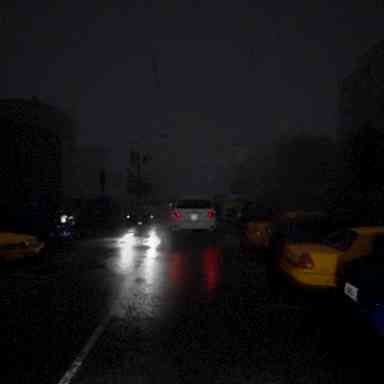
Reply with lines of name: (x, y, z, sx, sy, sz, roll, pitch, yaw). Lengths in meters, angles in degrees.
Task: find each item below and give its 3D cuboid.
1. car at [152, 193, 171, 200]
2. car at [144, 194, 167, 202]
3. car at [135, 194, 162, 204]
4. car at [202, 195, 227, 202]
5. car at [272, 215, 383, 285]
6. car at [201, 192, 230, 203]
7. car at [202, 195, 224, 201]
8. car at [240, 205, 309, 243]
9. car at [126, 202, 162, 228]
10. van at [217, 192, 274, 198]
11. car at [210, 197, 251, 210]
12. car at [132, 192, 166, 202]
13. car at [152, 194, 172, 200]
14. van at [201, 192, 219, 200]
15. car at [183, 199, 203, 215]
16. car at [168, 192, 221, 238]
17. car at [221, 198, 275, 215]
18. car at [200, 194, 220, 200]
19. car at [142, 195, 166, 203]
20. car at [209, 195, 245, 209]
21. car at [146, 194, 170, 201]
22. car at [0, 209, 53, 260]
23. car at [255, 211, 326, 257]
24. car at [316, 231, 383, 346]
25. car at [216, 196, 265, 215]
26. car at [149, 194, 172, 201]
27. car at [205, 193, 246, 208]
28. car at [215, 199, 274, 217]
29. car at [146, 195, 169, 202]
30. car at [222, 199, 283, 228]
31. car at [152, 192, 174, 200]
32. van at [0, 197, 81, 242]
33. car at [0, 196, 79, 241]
car: (-7.653, 1.196, 82.694, 4.553, 1.767, 2.185, 0, 0, 0)
car: (-7.714, 1.222, 70.937, 4.553, 1.767, 2.185, 0, 0, 0)
car: (-7.651, 1.244, 59.059, 4.553, 1.767, 2.185, 0, 0, 0)
car: (4.641, 1.351, 69.165, 5.008, 1.535, 2.097, 0, 0, 0)
car: (4.835, 1.463, 7.705, 5.366, 1.575, 1.946, 0, 0, 0)
car: (4.619, 1.105, 66.370, 5.566, 2.045, 2.435, 0, 0, 0)
car: (4.641, 1.341, 74.877, 4.892, 1.521, 2.231, 0, 0, 0)
car: (4.835, 1.452, 13.292, 5.366, 1.575, 1.946, 0, 0, 0)
car: (-3.101, 1.560, 22.056, 1.895, 1.301, 4.718, 0, 0, 0)
van: (4.532, 1.203, 27.260, 4.442, 1.987, 1.878, 0, 0, 0)
car: (4.676, 1.433, 41.230, 4.792, 1.488, 2.163, 0, 0, 0)
car: (-7.711, 1.124, 56.246, 5.566, 2.045, 2.435, 0, 0, 0)
car: (-7.689, 1.293, 85.524, 5.008, 1.535, 2.097, 0, 1, 0)
van: (4.530, 1.093, 83.129, 4.442, 1.987, 1.878, 0, 1, 0)
car: (0.097, 1.500, 34.347, 1.994, 1.385, 4.181, 0, 0, 0)
car: (0.099, 1.188, 17.605, 2.150, 2.045, 5.566, 0, 0, 0)
car: (4.655, 1.435, 24.467, 4.892, 1.521, 2.231, 0, 0, 0)
car: (4.640, 1.288, 85.939, 4.892, 1.521, 2.231, 0, 1, 0)
car: (-7.712, 1.383, 67.999, 4.792, 1.488, 2.163, 0, 0, 0)
car: (4.617, 1.272, 44.021, 4.553, 1.767, 2.185, 0, 0, 0)
car: (-7.868, 1.334, 76.813, 5.366, 1.575, 1.946, 0, 0, 0)
car: (-7.495, 1.458, 10.349, 5.366, 1.575, 1.946, 0, 0, 0)
car: (4.678, 1.490, 10.499, 4.792, 1.488, 2.163, 0, 0, 0)
car: (4.679, 1.500, 4.911, 4.792, 1.488, 2.163, 0, 0, 0)
car: (4.679, 1.293, 32.848, 4.553, 1.767, 2.185, 0, 0, 0)
car: (-7.498, 1.328, 79.753, 5.366, 1.575, 1.946, 0, 0, 0)
car: (4.676, 1.141, 46.816, 5.566, 2.045, 2.435, 0, 0, 0)
car: (4.644, 1.424, 30.179, 5.008, 1.535, 2.097, 0, 0, 0)
car: (-7.689, 1.344, 73.750, 4.892, 1.521, 2.231, 0, 0, 0)
car: (4.643, 1.441, 21.673, 4.892, 1.521, 2.231, 0, 0, 0)
car: (-7.655, 0.989, 88.465, 5.566, 2.045, 2.435, 0, 1, 0)
van: (-7.797, 1.225, 15.805, 4.442, 1.987, 1.878, 0, 0, 0)
car: (-7.709, 1.205, 13.014, 5.566, 2.045, 2.435, 0, 0, 0)
